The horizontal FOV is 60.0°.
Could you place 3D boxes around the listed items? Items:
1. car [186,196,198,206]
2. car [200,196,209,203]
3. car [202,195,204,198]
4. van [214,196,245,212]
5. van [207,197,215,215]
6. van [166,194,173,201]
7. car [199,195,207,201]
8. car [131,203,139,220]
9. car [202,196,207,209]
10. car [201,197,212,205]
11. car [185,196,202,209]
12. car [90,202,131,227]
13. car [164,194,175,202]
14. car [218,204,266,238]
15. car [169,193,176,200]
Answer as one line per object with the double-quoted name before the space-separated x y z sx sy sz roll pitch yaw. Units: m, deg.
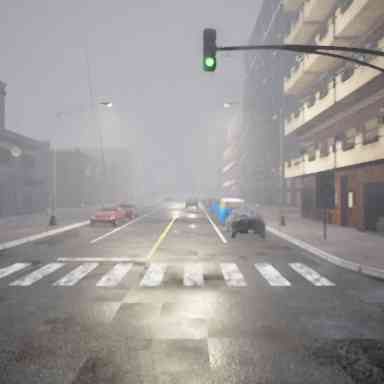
"car" 0.003 1.508 57.306 2.128 1.511 4.902 0 0 0
"car" 2.708 1.553 73.206 1.887 1.381 4.507 1 0 0
"car" 2.706 1.583 56.463 1.947 1.339 4.313 1 0 0
"van" 2.707 1.355 22.978 1.690 1.788 3.998 1 0 0
"van" 2.708 1.359 34.141 1.690 1.788 3.998 1 0 0
"van" -5.668 1.342 84.326 1.690 1.788 3.998 1 0 0
"car" 2.709 1.551 84.368 2.008 1.369 4.403 1 0 0
"car" -5.676 1.561 28.524 1.887 1.381 4.507 1 0 0
"car" 2.706 1.544 45.471 1.752 1.417 4.829 1 0 0
"car" 2.707 1.581 62.044 1.947 1.339 4.313 1 0 0
"car" 0.004 1.511 46.884 2.128 1.511 4.902 0 0 0
"car" -5.677 1.595 22.943 1.802 1.307 4.206 1 0 0
"car" -5.672 1.570 78.745 1.947 1.339 4.313 1 0 0
"car" 2.703 1.562 17.399 2.008 1.369 4.403 1 0 0
"car" -5.668 1.334 95.381 1.690 1.788 3.998 1 0 0
